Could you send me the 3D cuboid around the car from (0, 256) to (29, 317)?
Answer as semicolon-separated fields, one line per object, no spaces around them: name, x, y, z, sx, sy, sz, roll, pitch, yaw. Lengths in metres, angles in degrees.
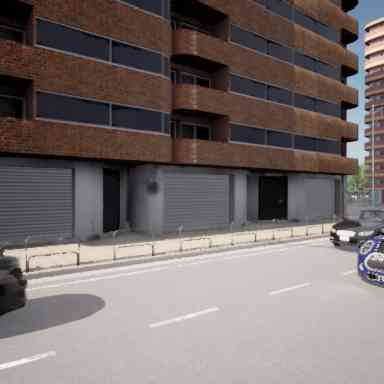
car;-4.928;1.525;4.730;4.674;1.442;1.812;0;0;-36

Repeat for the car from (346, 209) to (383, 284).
car;6.257;1.356;8.599;4.553;1.767;2.097;0;0;-36

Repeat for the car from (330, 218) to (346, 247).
car;7.754;1.499;14.031;4.902;1.511;2.128;0;0;-36
